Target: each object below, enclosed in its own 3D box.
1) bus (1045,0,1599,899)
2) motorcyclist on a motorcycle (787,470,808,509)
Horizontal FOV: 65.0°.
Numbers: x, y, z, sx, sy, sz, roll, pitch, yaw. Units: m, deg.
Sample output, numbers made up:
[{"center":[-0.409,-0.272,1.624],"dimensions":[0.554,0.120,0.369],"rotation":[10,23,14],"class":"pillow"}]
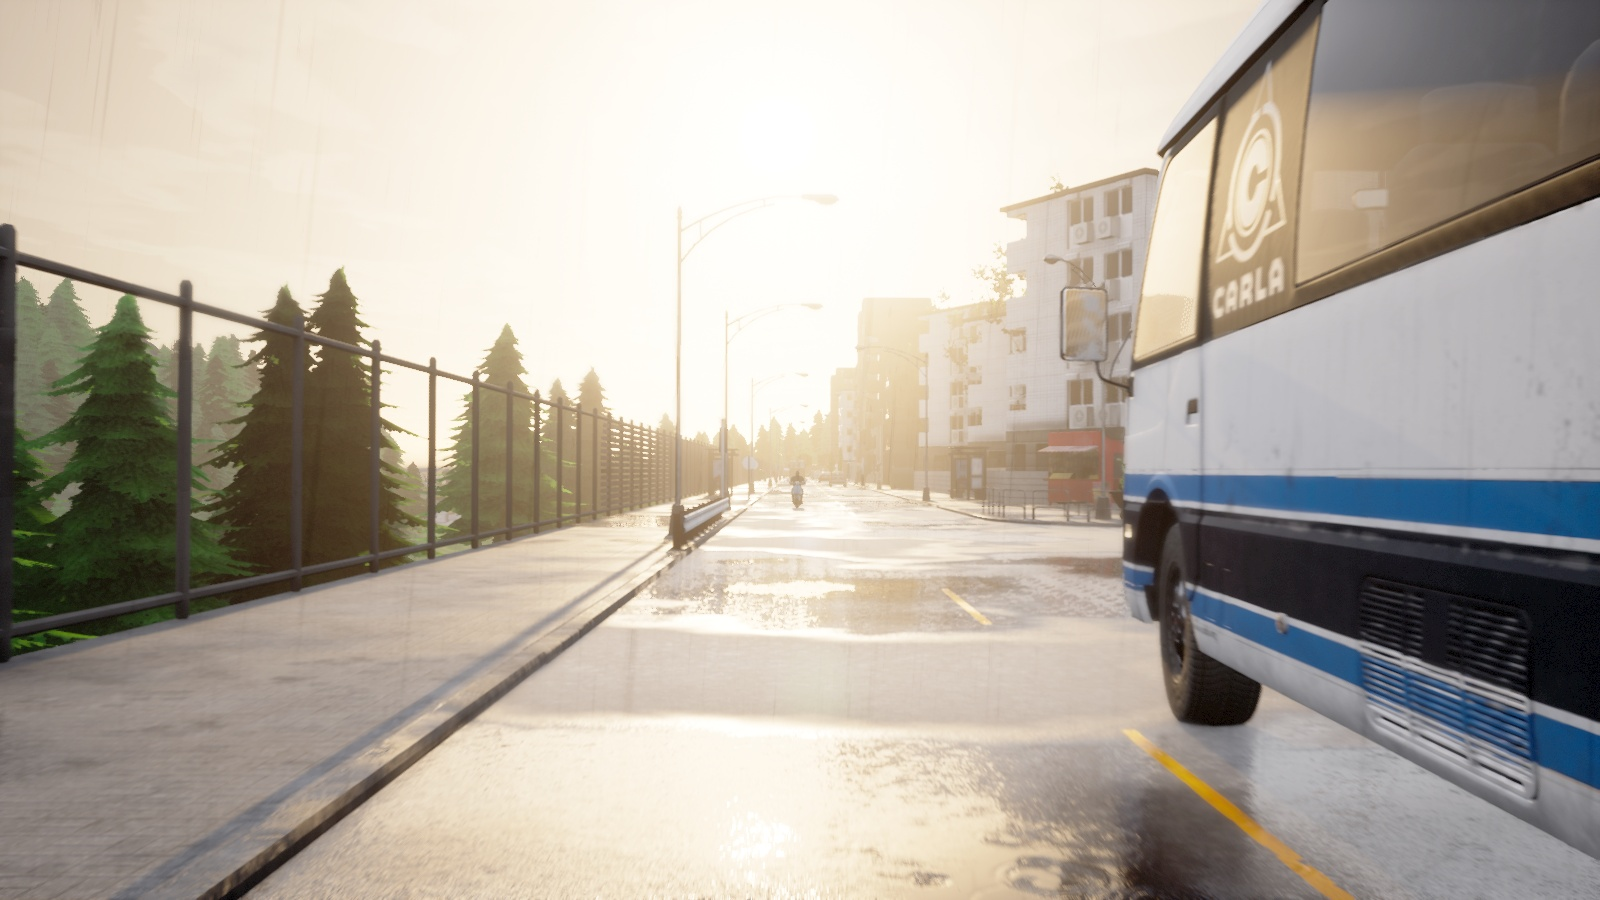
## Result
[{"center":[3.708,-0.496,4.842],"dimensions":[3.944,4.253,10.273],"rotation":[0,-1,3],"class":"bus"},{"center":[-0.106,1.653,52.860],"dimensions":[0.866,1.590,1.817],"rotation":[0,-1,0],"class":"motorcyclist on a motorcycle"}]
